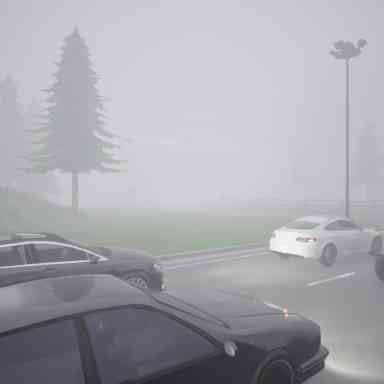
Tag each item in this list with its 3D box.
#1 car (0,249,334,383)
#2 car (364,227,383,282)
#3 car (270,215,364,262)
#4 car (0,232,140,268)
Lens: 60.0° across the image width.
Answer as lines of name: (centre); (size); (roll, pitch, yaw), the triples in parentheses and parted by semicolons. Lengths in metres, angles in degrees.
car: (-1.041, 1.547, 3.002); (5.357, 1.411, 2.033); (0, 0, -36)
car: (6.509, 1.564, 8.428); (4.181, 1.385, 1.994); (0, 0, -35)
car: (4.659, 1.525, 11.402); (4.674, 1.442, 1.812); (0, 0, -35)
car: (-2.806, 1.491, 6.043); (4.902, 1.511, 2.128); (0, 0, -35)
